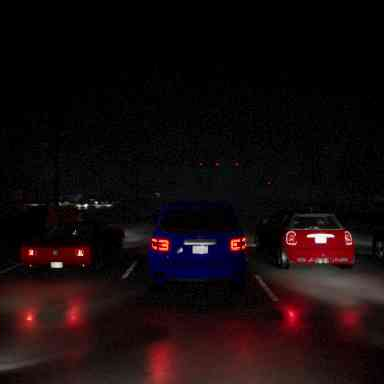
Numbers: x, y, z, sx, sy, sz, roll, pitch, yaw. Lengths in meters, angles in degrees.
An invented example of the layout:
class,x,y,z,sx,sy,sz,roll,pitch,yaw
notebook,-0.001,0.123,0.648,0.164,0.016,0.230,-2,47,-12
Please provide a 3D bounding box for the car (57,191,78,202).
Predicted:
class,x,y,z,sx,sy,sz,roll,pitch,yaw
car,-25.148,0.904,67.488,2.150,2.045,5.566,0,0,-1

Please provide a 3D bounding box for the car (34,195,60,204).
class,x,y,z,sx,sy,sz,roll,pitch,yaw
car,-25.104,1.288,57.104,2.033,1.411,5.357,0,0,0

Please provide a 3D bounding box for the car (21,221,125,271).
class,x,y,z,sx,sy,sz,roll,pitch,yaw
car,-3.479,1.585,10.776,1.895,1.301,4.718,0,0,0

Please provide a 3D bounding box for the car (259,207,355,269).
class,x,y,z,sx,sy,sz,roll,pitch,yaw
car,3.516,1.336,11.234,2.097,1.767,4.553,0,0,0

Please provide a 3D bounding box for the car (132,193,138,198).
class,x,y,z,sx,sy,sz,roll,pitch,yaw
car,-14.761,1.156,77.979,2.033,1.411,5.357,0,0,-1

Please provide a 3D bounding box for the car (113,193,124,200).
class,x,y,z,sx,sy,sz,roll,pitch,yaw
car,-18.343,1.086,82.998,1.837,1.490,4.892,0,0,-1

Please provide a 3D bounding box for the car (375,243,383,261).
class,x,y,z,sx,sy,sz,roll,pitch,yaw
car,3.596,1.490,2.091,2.128,1.511,4.902,0,0,0

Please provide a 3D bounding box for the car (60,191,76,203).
class,x,y,z,sx,sy,sz,roll,pitch,yaw
car,-21.612,0.948,59.439,2.150,2.045,5.566,0,0,0

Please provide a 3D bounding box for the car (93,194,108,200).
class,x,y,z,sx,sy,sz,roll,pitch,yaw
car,-21.776,1.148,79.348,2.033,1.411,5.357,0,0,-1

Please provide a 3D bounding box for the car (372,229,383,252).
class,x,y,z,sx,sy,sz,roll,pitch,yaw
car,7.027,1.478,9.334,2.128,1.511,4.902,0,0,0

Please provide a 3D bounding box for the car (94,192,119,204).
class,x,y,z,sx,sy,sz,roll,pitch,yaw
car,-14.630,0.960,57.391,2.150,2.045,5.566,0,0,-1

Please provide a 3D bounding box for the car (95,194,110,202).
class,x,y,z,sx,sy,sz,roll,pitch,yaw
car,-18.149,1.202,67.648,1.812,1.442,4.674,0,0,-1

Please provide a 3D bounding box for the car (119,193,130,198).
class,x,y,z,sx,sy,sz,roll,pitch,yaw
car,-14.654,1.215,68.094,2.033,1.411,5.357,0,0,-1

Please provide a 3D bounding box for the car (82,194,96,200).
class,x,y,z,sx,sy,sz,roll,pitch,yaw
car,-25.323,1.132,81.914,2.033,1.411,5.357,0,0,-1

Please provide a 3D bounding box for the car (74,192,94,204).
class,x,y,z,sx,sy,sz,roll,pitch,yaw
car,-18.113,1.230,57.489,2.128,1.511,4.902,0,0,0

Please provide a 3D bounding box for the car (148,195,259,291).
class,x,y,z,sx,sy,sz,roll,pitch,yaw
car,0.051,1.208,9.136,2.150,2.045,5.566,0,0,-2
